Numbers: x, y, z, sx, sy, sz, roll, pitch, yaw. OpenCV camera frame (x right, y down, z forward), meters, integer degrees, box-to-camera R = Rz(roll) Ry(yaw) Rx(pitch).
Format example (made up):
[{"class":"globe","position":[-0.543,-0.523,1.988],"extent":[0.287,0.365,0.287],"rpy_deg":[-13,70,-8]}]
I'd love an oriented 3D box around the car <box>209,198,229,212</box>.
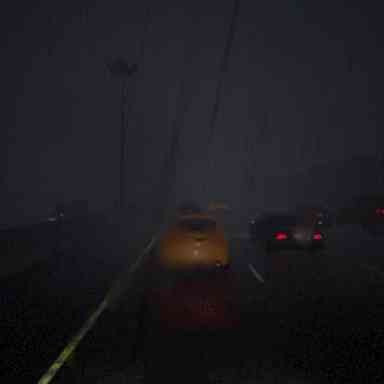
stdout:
[{"class":"car","position":[2.998,1.451,37.803],"extent":[1.882,1.535,5.008],"rpy_deg":[0,0,-3]}]

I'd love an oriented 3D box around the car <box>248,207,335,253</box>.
[{"class":"car","position":[3.595,1.543,13.598],"extent":[2.033,1.411,5.357],"rpy_deg":[0,0,0]}]

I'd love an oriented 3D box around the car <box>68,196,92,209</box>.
[{"class":"car","position":[-15.226,1.409,45.467],"extent":[1.882,1.535,5.008],"rpy_deg":[0,0,-4]}]

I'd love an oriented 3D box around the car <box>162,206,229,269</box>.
[{"class":"car","position":[0.106,1.468,11.128],"extent":[1.882,1.535,5.008],"rpy_deg":[0,0,0]}]

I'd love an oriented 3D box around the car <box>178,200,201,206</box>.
[{"class":"car","position":[-0.218,1.451,30.344],"extent":[1.882,1.535,5.008],"rpy_deg":[0,0,-2]}]

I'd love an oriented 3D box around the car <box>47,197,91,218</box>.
[{"class":"car","position":[-10.912,1.500,30.335],"extent":[2.033,1.411,5.357],"rpy_deg":[0,0,-2]}]

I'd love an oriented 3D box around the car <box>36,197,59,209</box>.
[{"class":"car","position":[-18.622,1.427,44.120],"extent":[1.837,1.490,4.892],"rpy_deg":[0,1,-4]}]

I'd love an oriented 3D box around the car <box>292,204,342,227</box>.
[{"class":"car","position":[7.011,1.487,20.701],"extent":[2.128,1.511,4.902],"rpy_deg":[0,0,-1]}]

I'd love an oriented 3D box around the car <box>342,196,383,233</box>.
[{"class":"car","position":[10.535,1.225,19.671],"extent":[2.150,2.045,5.566],"rpy_deg":[0,0,-1]}]
